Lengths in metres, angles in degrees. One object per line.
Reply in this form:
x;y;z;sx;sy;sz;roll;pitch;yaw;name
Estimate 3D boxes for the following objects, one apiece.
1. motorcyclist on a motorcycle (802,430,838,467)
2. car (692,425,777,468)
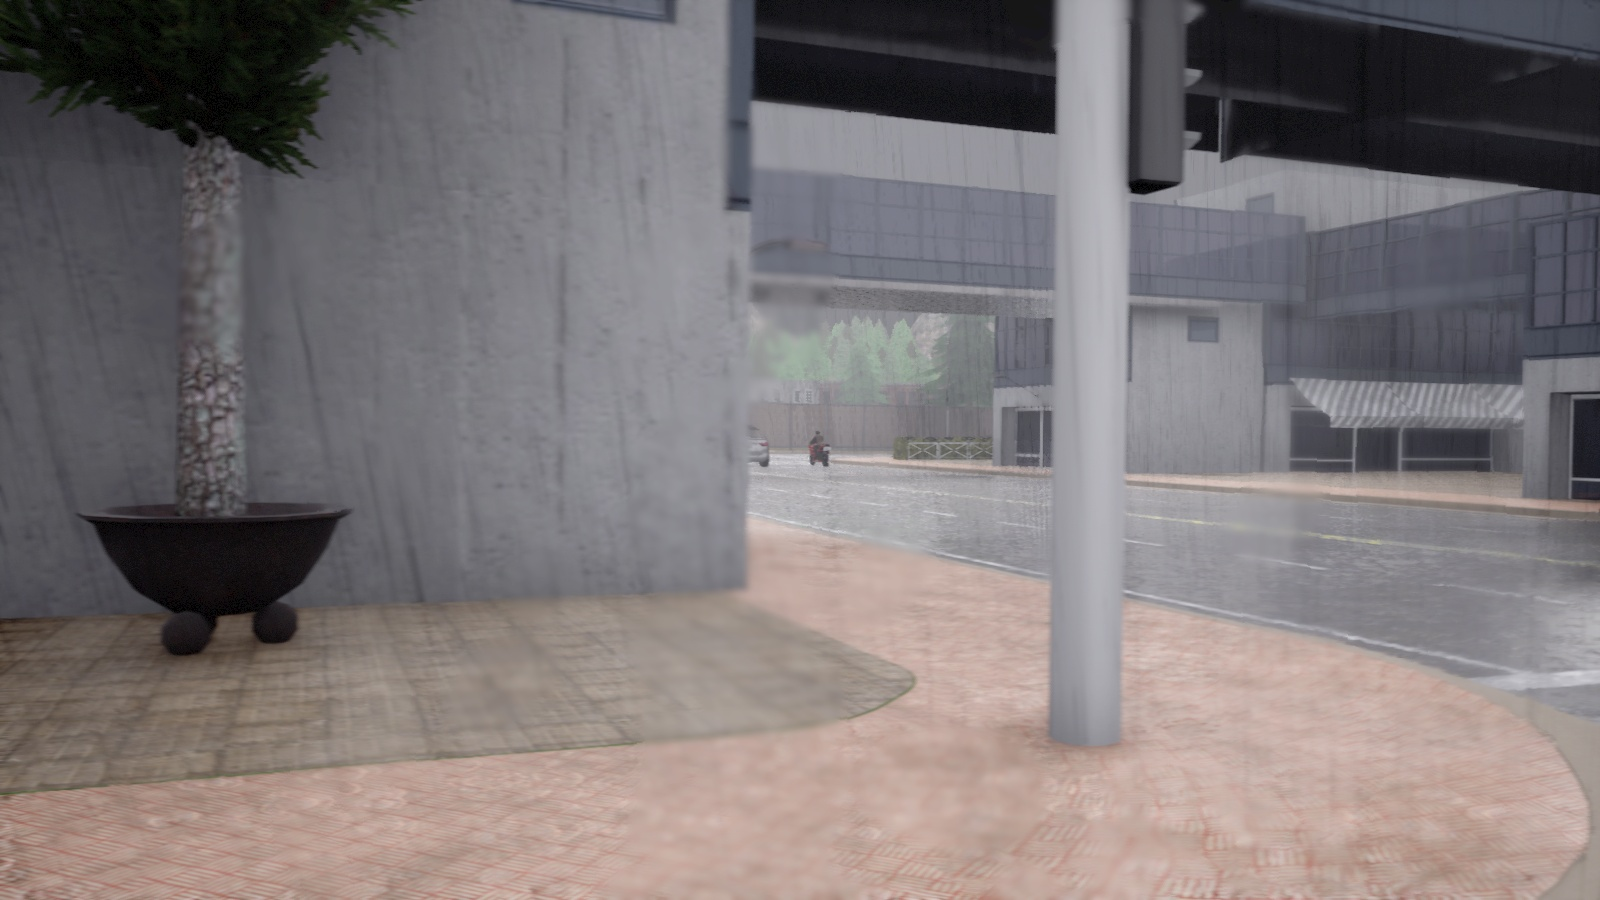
0.849;-0.085;52.895;0.797;1.523;2.044;-1;1;-21;motorcyclist on a motorcycle
-2.819;-0.179;52.677;2.242;1.667;4.611;-1;1;-21;car
